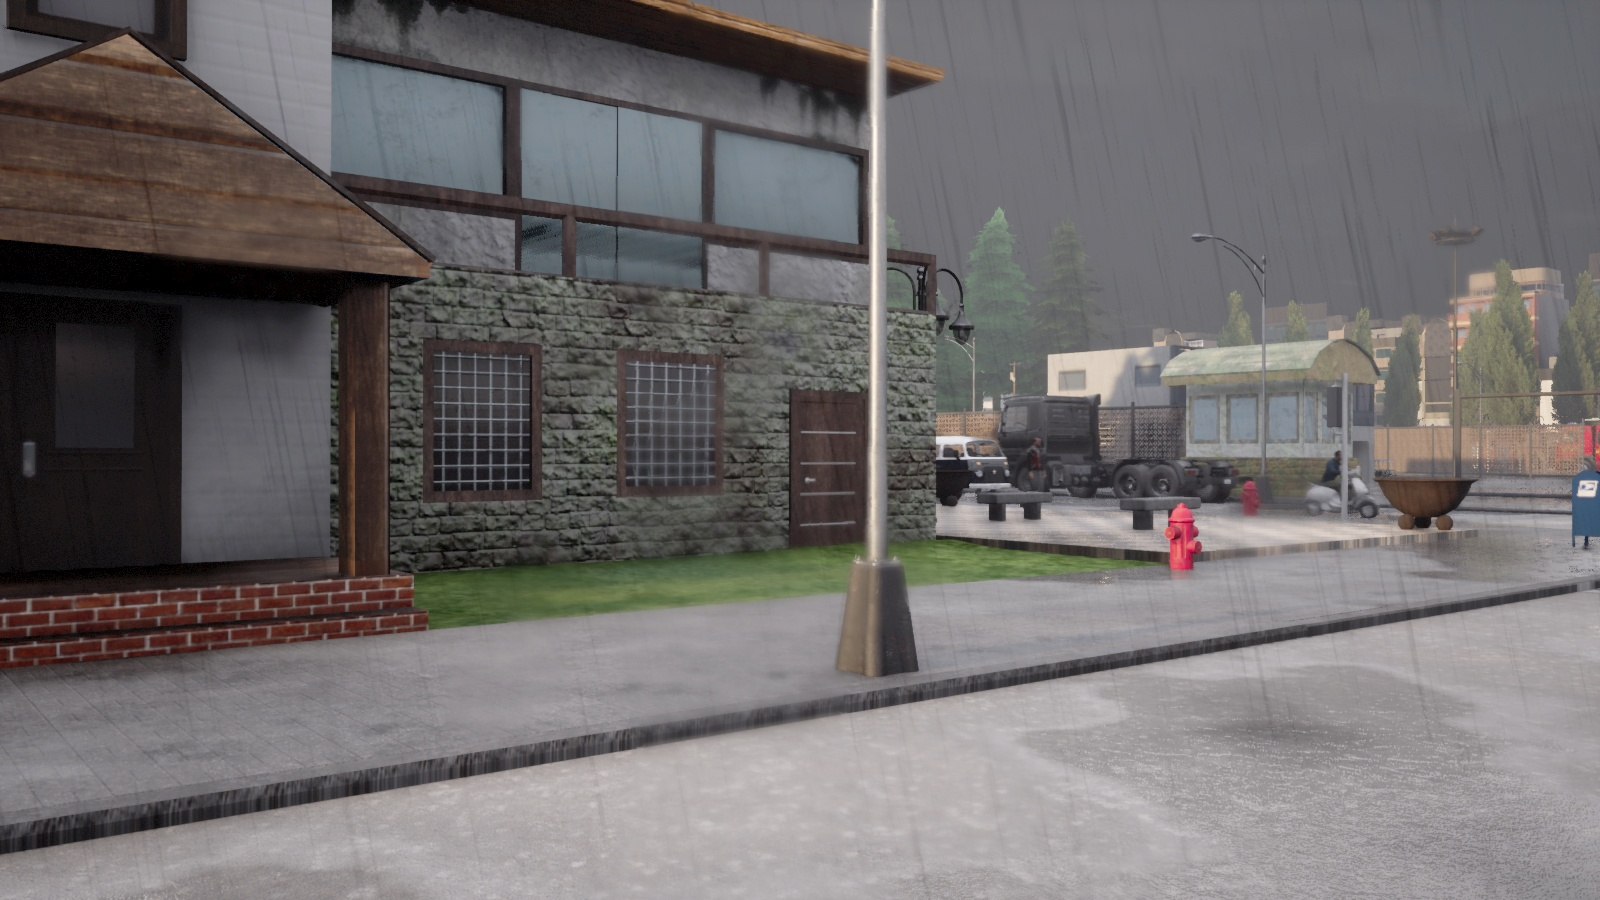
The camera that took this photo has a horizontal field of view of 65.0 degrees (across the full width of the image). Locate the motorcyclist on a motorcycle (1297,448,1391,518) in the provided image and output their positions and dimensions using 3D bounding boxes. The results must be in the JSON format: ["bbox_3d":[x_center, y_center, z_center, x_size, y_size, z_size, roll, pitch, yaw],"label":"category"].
[{"bbox_3d":[12.666,0.743,29.281,0.866,1.590,1.817,0,0,-38],"label":"motorcyclist on a motorcycle"}]

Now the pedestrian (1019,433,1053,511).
[{"bbox_3d":[5.659,0.516,30.097,0.376,1.854,0.720,0,0,-43],"label":"pedestrian"}]

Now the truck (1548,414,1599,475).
[{"bbox_3d":[52.102,-0.338,78.686,2.891,3.827,8.468,0,0,-39],"label":"truck"}]

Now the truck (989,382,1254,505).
[{"bbox_3d":[9.835,-0.161,39.331,2.891,3.462,7.936,0,0,-38],"label":"truck"}]

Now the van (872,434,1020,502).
[{"bbox_3d":[4.538,0.559,39.586,2.069,2.038,4.480,0,-1,-38],"label":"van"}]
